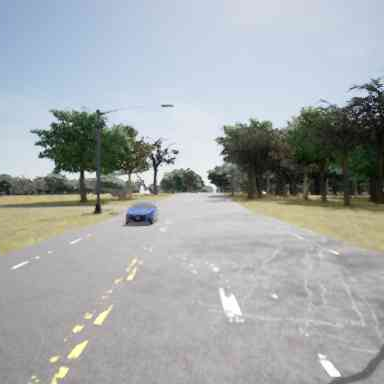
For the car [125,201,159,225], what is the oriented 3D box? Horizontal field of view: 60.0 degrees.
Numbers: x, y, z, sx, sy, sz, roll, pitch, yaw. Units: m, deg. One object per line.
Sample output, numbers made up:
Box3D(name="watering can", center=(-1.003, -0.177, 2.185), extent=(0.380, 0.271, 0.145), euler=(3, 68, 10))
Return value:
Box3D(name="car", center=(-3.475, 1.417, 23.812), extent=(1.882, 1.535, 5.008), euler=(0, 0, 0))
